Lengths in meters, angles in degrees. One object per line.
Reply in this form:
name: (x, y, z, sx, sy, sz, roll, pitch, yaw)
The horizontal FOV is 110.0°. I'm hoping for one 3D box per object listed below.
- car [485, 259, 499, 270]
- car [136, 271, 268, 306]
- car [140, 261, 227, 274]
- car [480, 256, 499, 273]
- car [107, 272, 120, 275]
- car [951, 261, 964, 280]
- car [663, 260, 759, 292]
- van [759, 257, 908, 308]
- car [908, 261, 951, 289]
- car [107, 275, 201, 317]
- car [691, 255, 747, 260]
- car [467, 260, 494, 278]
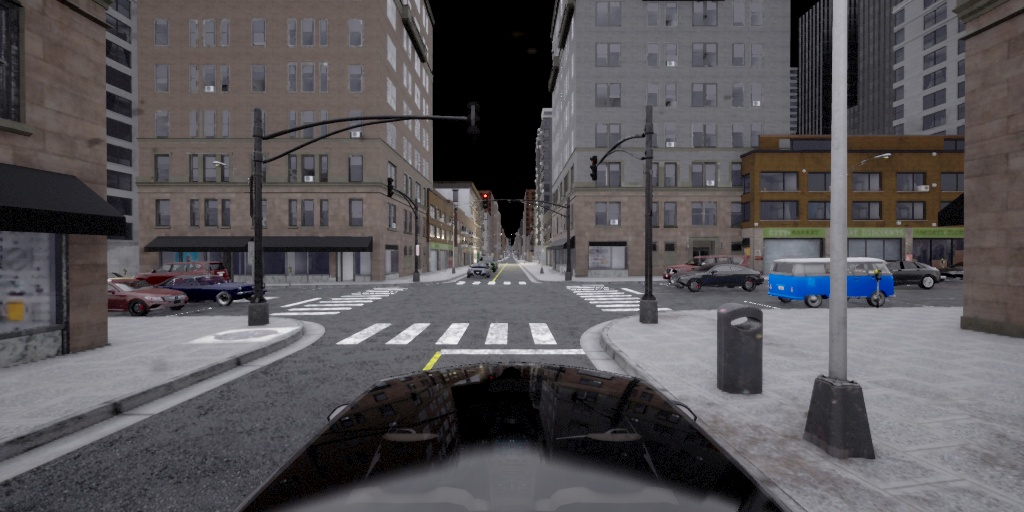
car: (-3.075, 1.294, 55.030, 1.837, 1.490, 4.892, 0, 0, 0)
car: (-13.952, 1.520, 16.294, 4.718, 1.301, 1.895, -1, 0, 0)
car: (-20.342, 1.274, 22.142, 5.009, 1.841, 2.192, 0, 0, 0)
car: (-3.089, 0.996, 44.750, 2.150, 2.045, 5.566, 0, 0, 0)
car: (-26.017, 1.555, 22.129, 4.829, 1.417, 1.751, 0, 0, 0)
car: (28.926, 0.920, 22.258, 4.313, 1.339, 1.948, 0, 0, 0)
car: (11.104, 1.117, 19.567, 4.674, 1.442, 1.812, -1, 0, 1)
van: (12.120, 0.959, 13.693, 3.998, 1.789, 1.690, 0, 0, 0)
car: (20.289, 0.984, 19.572, 4.892, 1.490, 1.837, -1, 0, 0)
car: (-14.817, 1.530, 13.630, 4.207, 1.307, 1.802, 0, 0, 0)
car: (12.099, 0.876, 22.218, 5.009, 1.841, 2.192, 0, 0, 0)
car: (-3.095, 1.326, 34.281, 1.994, 1.385, 4.181, 0, 0, 0)
